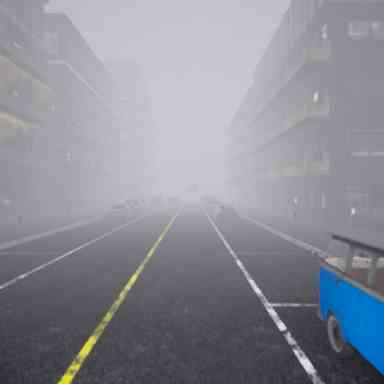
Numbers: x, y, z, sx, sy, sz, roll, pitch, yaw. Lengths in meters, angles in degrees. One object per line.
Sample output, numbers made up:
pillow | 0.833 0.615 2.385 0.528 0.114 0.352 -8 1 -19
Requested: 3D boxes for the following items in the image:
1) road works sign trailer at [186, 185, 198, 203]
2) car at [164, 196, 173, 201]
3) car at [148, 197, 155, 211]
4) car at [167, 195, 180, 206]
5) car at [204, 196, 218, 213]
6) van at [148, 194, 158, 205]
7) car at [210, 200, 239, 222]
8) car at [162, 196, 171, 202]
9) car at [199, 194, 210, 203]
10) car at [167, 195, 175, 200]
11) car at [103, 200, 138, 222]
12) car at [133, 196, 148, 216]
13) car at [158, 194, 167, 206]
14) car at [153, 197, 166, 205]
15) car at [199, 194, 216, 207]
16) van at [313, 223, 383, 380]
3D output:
road works sign trailer | -0.040 0.427 65.350 2.380 3.560 2.880 1 -1 0
car | -5.803 1.575 81.894 1.802 1.307 4.206 -1 0 0
car | -5.714 1.547 37.077 2.008 1.369 4.403 -1 0 0
car | -3.133 1.471 56.313 1.882 1.535 5.008 0 0 0
car | 2.633 1.519 37.229 1.752 1.417 4.829 -1 0 0
van | -5.723 1.337 42.679 1.690 1.788 3.998 -1 0 0
car | 2.649 1.577 25.855 1.802 1.307 4.206 -1 0 0
car | -5.796 1.575 76.292 1.802 1.307 4.206 -1 0 0
car | 2.588 1.306 70.672 2.192 1.841 5.009 -1 0 0
car | -5.817 1.544 93.098 2.008 1.369 4.403 -1 0 0
car | -5.699 1.580 25.874 1.802 1.307 4.206 -1 0 0
car | -5.708 1.437 31.475 1.967 1.590 4.097 -1 0 0
car | -5.761 1.310 53.883 2.192 1.841 5.009 -1 0 0
car | -5.782 1.545 59.486 2.008 1.369 4.403 -1 0 0
car | 2.616 1.308 48.264 2.192 1.841 5.009 -1 0 0
van | 2.674 1.340 3.447 1.690 1.788 3.998 -1 0 0
